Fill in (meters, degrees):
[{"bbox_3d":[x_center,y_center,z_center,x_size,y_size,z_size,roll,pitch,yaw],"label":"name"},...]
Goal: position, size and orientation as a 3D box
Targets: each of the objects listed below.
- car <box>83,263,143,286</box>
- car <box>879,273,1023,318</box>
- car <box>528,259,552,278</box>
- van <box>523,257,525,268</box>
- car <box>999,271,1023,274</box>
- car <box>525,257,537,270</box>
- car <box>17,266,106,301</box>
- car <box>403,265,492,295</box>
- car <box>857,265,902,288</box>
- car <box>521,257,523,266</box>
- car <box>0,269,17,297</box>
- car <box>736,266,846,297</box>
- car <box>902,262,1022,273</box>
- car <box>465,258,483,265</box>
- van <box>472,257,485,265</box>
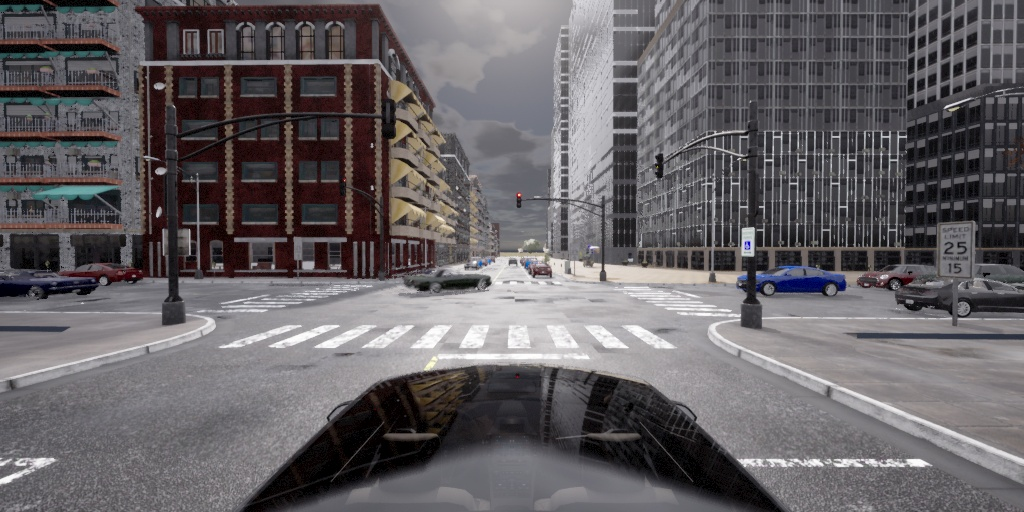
[{"bbox_3d":[-25.808,1.110,22.397,4.507,1.381,1.888,0,0,1],"label":"car"},{"bbox_3d":[16.741,1.445,13.100,4.403,1.370,2.007,0,0,1],"label":"car"},{"bbox_3d":[2.731,1.271,33.440,1.888,1.381,4.507,0,0,0],"label":"car"},{"bbox_3d":[2.771,1.044,50.378,1.690,1.789,3.998,0,0,0],"label":"van"},{"bbox_3d":[25.049,1.492,15.675,4.718,1.301,1.895,0,1,1],"label":"car"},{"bbox_3d":[2.744,1.159,39.086,1.967,1.591,4.097,0,0,0],"label":"car"},{"bbox_3d":[-22.129,1.275,16.433,4.718,1.301,1.895,0,1,1],"label":"car"},{"bbox_3d":[-3.443,1.342,19.885,4.718,1.301,1.895,0,0,-39],"label":"car"},{"bbox_3d":[23.420,1.230,21.632,4.097,1.591,1.967,0,0,1],"label":"car"},{"bbox_3d":[2.784,1.240,56.024,1.888,1.381,4.507,0,0,0],"label":"car"},{"bbox_3d":[-22.596,1.259,13.733,4.507,1.381,1.888,0,0,1],"label":"car"},{"bbox_3d":[14.687,1.270,19.046,5.008,1.535,1.882,0,1,2],"label":"car"},{"bbox_3d":[24.146,1.189,18.886,4.553,1.767,2.097,0,1,1],"label":"car"},{"bbox_3d":[-5.577,1.269,50.364,1.948,1.339,4.313,0,0,0],"label":"car"},{"bbox_3d":[-5.565,1.036,56.010,1.690,1.789,3.998,0,0,0],"label":"van"}]
